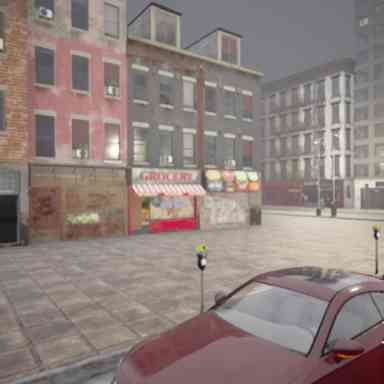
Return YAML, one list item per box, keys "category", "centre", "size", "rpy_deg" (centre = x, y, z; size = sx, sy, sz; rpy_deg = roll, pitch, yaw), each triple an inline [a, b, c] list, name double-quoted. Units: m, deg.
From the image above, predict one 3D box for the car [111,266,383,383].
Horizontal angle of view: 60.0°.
- category: "car"
  centre: [1.210, 1.575, 3.670]
  size: [4.206, 1.307, 1.802]
  rpy_deg: [0, 0, -35]
